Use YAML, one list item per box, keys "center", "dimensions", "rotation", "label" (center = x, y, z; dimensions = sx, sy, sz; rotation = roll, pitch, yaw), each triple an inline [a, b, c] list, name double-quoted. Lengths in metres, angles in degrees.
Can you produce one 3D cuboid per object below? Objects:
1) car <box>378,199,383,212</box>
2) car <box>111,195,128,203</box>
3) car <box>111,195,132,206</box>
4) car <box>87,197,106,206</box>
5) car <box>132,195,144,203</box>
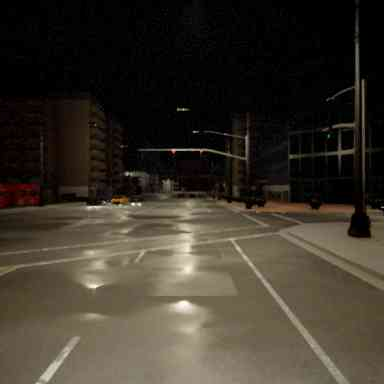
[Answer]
- center: [18.036, 0.856, 26.642]
  dimensions: [5.566, 2.045, 2.150]
  rotation: [0, 1, 1]
  label: "car"
- center: [-14.007, 1.363, 64.661]
  dimensions: [2.128, 1.511, 4.902]
  rotation: [0, 0, 1]
  label: "car"
- center: [-10.575, 1.270, 49.063]
  dimensions: [1.882, 1.535, 5.008]
  rotation: [0, 0, 0]
  label: "car"
- center: [-14.073, 1.380, 49.137]
  dimensions: [1.994, 1.385, 4.181]
  rotation: [0, 0, 0]
  label: "car"
- center: [-10.510, 1.337, 64.552]
  dimensions: [2.128, 1.511, 4.902]
  rotation: [0, 0, 1]
  label: "car"
